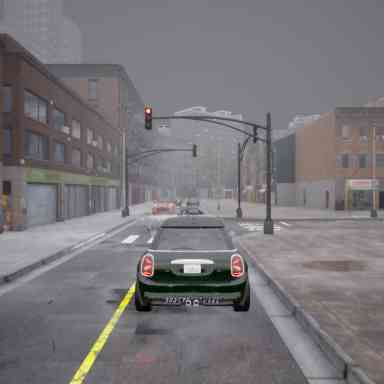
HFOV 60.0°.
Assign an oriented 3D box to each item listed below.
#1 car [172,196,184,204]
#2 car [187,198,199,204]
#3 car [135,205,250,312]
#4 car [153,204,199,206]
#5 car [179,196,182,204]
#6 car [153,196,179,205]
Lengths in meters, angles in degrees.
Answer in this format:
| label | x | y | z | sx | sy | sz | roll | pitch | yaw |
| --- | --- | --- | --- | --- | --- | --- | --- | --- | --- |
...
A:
| label | x | y | z | sx | sy | sz | roll | pitch | yaw |
| --- | --- | --- | --- | --- | --- | --- | --- | --- | --- |
| car | -2.675 | 1.588 | 65.434 | 2.033 | 1.411 | 5.357 | 0 | 0 | 0 |
| car | 0.195 | 1.588 | 54.018 | 1.994 | 1.385 | 4.181 | 0 | 0 | 0 |
| car | 0.022 | 1.351 | 7.888 | 2.097 | 1.767 | 4.553 | 0 | 0 | 0 |
| car | -0.785 | 1.601 | 19.677 | 1.895 | 1.301 | 4.718 | 0 | 0 | 44 |
| car | -2.776 | 1.561 | 43.349 | 2.033 | 1.411 | 5.357 | 0 | 0 | 0 |
| car | -2.792 | 1.358 | 33.880 | 2.097 | 1.767 | 4.553 | 0 | 0 | 0 |
